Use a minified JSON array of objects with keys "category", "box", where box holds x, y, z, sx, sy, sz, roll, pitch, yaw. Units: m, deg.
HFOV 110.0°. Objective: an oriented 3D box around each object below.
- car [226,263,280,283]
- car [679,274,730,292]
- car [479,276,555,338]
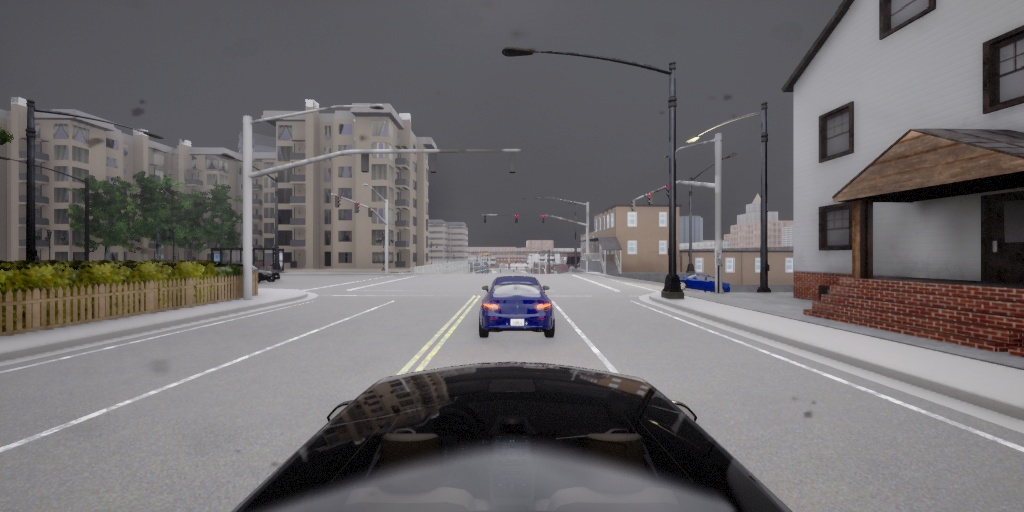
[{"category":"car","box":[-19.886,1.255,26.595,4.892,1.490,1.837,0,0,1]},{"category":"car","box":[15.377,2.209,29.782,5.008,1.535,1.882,9,0,1]},{"category":"car","box":[0.110,1.276,10.098,1.812,1.442,4.674,0,0,0]}]
